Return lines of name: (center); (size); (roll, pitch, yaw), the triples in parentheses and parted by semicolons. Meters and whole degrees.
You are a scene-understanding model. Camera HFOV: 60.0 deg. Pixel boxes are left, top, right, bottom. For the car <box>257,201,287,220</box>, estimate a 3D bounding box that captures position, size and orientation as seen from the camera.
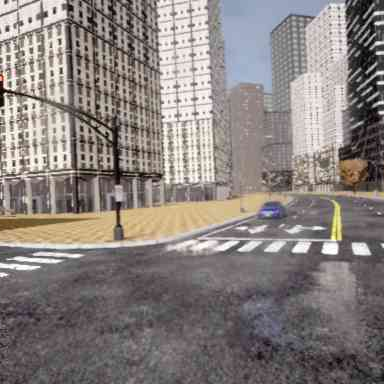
car: (6.728, 1.478, 27.731); (1.812, 1.442, 4.674); (-3, 0, 24)
